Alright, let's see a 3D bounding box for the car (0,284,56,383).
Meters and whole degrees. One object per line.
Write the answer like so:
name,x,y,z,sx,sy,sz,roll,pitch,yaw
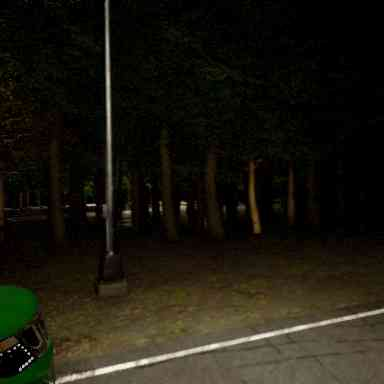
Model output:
car,-4.018,1.400,2.470,5.566,2.045,2.150,-1,-2,-25
